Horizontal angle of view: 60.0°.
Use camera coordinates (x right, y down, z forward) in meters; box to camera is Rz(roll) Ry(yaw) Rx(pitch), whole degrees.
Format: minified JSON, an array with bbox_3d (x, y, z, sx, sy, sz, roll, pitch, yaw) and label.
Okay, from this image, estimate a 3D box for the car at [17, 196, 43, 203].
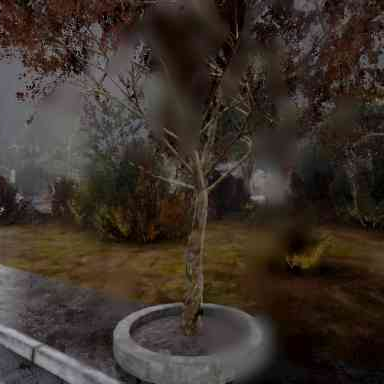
[{"bbox_3d":[-22.061,1.217,44.900,2.033,1.411,5.357,1,0,32],"label":"car"}]
